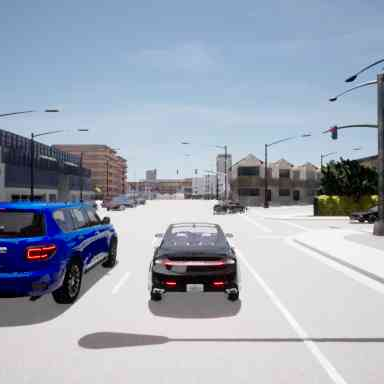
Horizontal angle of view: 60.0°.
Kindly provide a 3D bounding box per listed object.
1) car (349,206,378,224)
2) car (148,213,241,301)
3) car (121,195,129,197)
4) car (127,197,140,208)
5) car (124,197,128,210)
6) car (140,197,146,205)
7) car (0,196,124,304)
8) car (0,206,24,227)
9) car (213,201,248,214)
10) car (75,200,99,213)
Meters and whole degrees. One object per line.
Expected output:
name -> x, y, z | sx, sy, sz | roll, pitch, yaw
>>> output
car -> 15.061, 1.686, 25.499 | 5.357, 1.411, 2.033 | 0, -1, 0
car -> 0.055, 1.506, 8.365 | 2.128, 1.511, 4.902 | 0, 0, 0
car -> -14.107, 1.565, 68.156 | 2.150, 2.045, 5.566 | 0, 1, 0
car -> -10.672, 1.973, 56.656 | 2.033, 1.411, 5.357 | 0, 0, 0
car -> -10.670, 1.882, 46.718 | 1.837, 1.490, 4.892 | 0, 0, 0
car -> -10.609, 1.830, 68.425 | 2.128, 1.511, 4.902 | 0, 1, 0
car -> -3.446, 1.239, 8.320 | 2.150, 2.045, 5.566 | 0, 0, 0
car -> -14.135, 1.737, 23.773 | 1.895, 1.301, 4.718 | 0, -1, 0
car -> 4.558, 1.815, 39.128 | 4.892, 1.490, 1.837 | 1, 0, -41
car -> -14.178, 1.868, 45.360 | 1.837, 1.490, 4.892 | 0, 1, -1
